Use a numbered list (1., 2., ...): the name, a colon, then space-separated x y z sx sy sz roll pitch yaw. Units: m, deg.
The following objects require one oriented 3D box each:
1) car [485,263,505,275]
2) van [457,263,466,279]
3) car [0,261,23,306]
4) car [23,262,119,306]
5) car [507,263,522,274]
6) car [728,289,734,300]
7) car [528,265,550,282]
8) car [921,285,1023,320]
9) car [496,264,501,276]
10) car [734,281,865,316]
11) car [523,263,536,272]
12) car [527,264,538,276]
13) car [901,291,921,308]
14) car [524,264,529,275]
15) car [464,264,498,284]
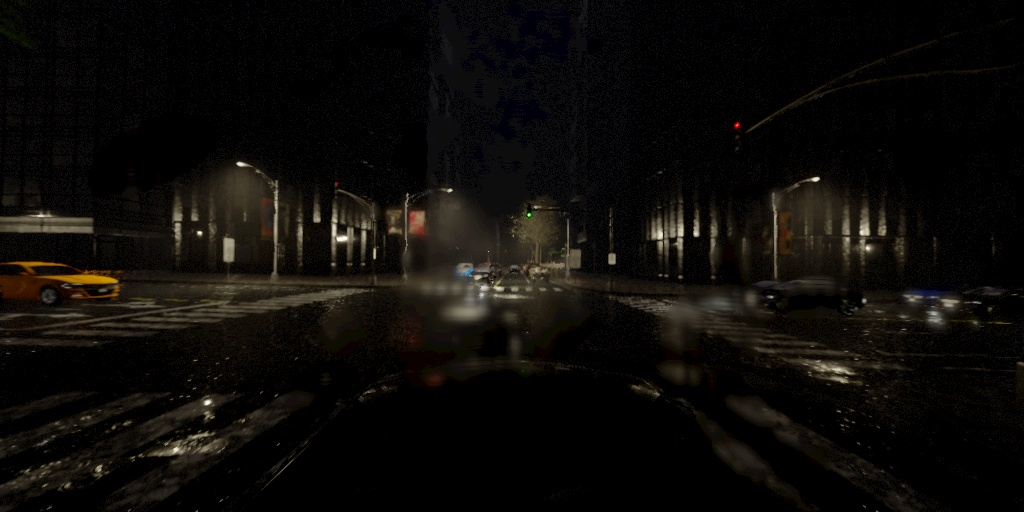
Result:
1. car: -2.635 2.017 54.133 2.097 1.767 4.553 1 -1 1
2. van: -5.512 1.773 42.641 1.690 1.789 3.998 0 0 1
3. car: -18.072 0.918 10.436 5.008 1.535 1.882 2 -1 1
4. car: -18.069 0.981 13.680 5.008 1.535 1.882 2 -1 0
5. car: 0.463 2.488 64.940 1.895 1.301 4.718 1 -1 1
6. car: 14.665 2.087 20.244 4.181 1.385 1.994 2 -1 0
7. car: 2.961 1.961 37.051 2.007 1.370 4.403 0 0 1
8. car: 23.170 2.189 16.963 4.902 1.511 2.128 2 -1 0
9. car: -2.777 2.029 43.989 2.033 1.411 5.357 1 -1 1
10. car: 13.753 1.926 16.985 4.902 1.511 2.128 2 -1 -1
11. car: 3.115 2.022 53.586 2.192 1.841 5.009 0 0 1
12. car: 3.014 2.035 42.732 1.751 1.417 4.829 0 0 1
13. car: 24.939 2.336 20.204 4.674 1.442 1.812 2 -1 0
14. car: 3.063 2.159 48.074 2.007 1.370 4.403 0 0 1
15. car: -2.892 1.799 34.251 2.128 1.511 4.902 0 -1 2
